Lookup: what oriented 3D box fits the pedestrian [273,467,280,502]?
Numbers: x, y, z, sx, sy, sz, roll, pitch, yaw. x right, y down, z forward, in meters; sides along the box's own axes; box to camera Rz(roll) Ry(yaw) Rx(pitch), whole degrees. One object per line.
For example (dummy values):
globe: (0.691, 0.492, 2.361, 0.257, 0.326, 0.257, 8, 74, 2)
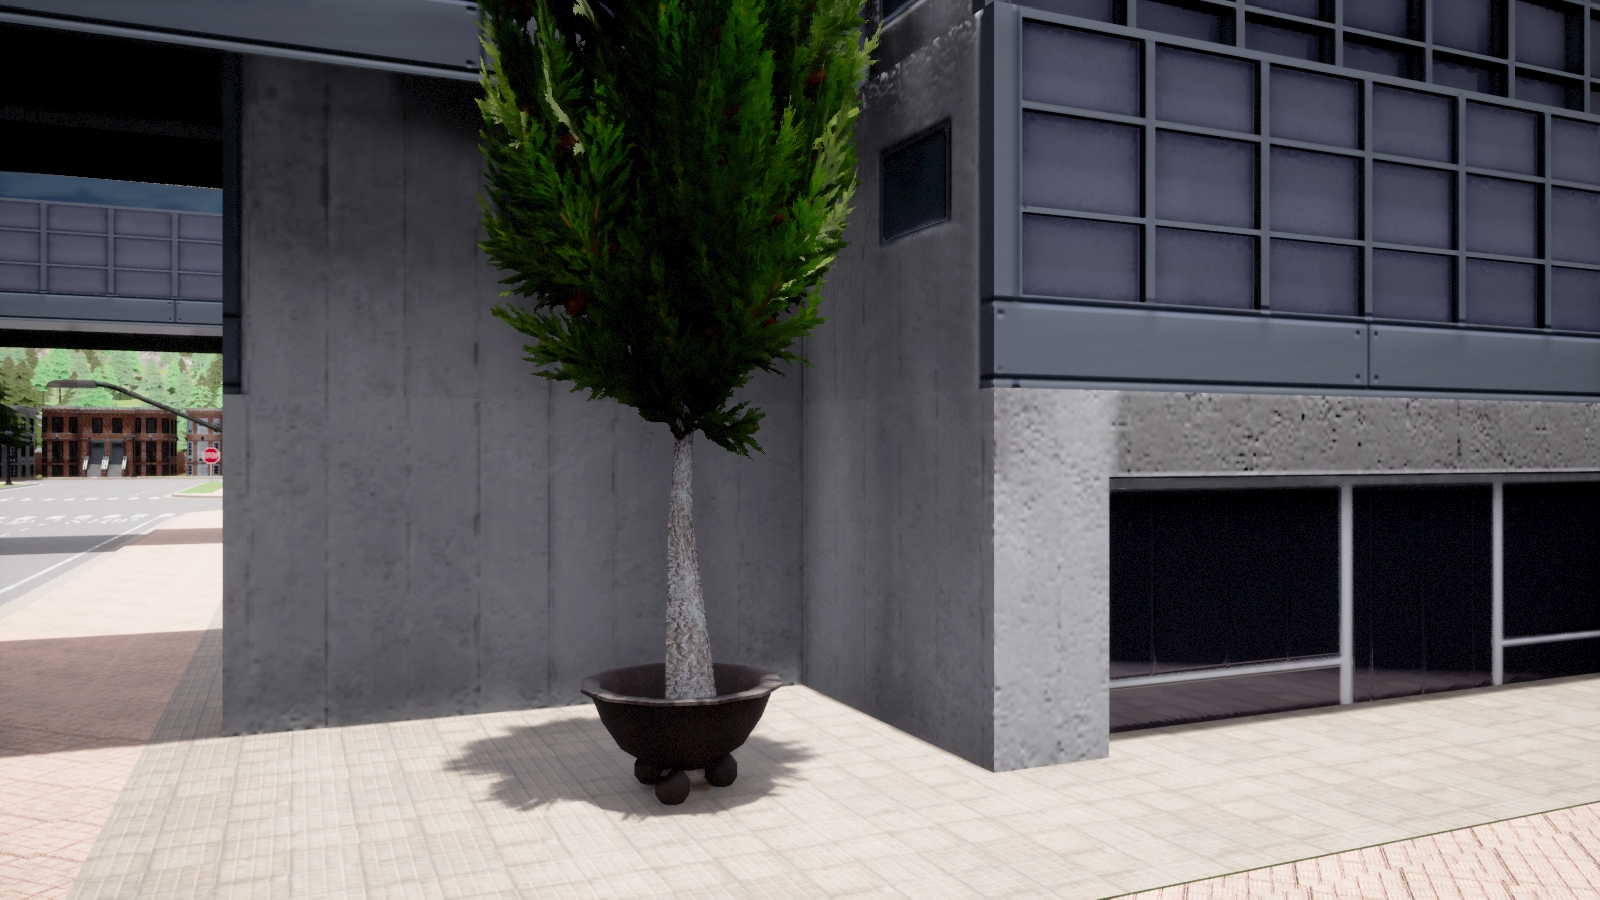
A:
pedestrian: (-28.298, 1.849, 61.756, 0.375, 1.860, 0.375, 0, 0, -25)
